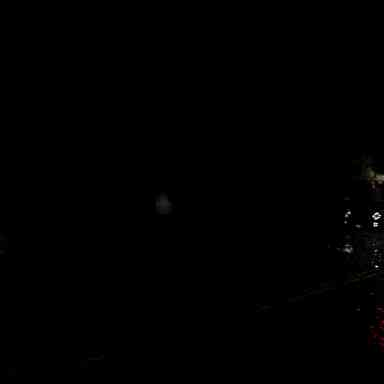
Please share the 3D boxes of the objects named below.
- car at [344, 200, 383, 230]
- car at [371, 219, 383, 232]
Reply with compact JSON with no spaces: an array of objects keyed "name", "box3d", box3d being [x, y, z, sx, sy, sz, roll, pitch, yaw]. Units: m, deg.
[{"name":"car","box3d":[10.901,1.270,19.441,4.553,1.767,2.097,0,0,-35]},{"name":"car","box3d":[6.705,1.437,8.223,5.008,1.535,1.882,-1,0,-35]}]
